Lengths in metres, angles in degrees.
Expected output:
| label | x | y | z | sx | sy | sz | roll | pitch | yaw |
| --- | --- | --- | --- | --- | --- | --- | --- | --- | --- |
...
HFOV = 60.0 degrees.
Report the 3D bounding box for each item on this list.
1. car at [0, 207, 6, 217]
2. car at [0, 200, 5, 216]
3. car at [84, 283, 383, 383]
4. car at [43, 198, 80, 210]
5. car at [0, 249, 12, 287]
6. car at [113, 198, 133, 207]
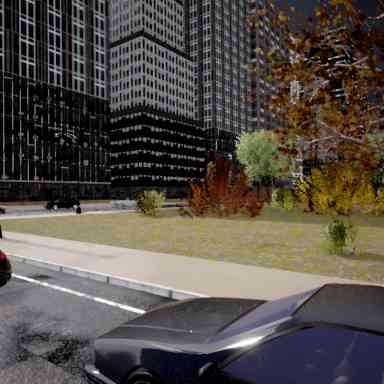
| label | x | y | z | sx | sy | sz | roll | pitch | yaw |
| --- | --- | --- | --- | --- | --- | --- | --- | --- | --- |
| car | -17.874 | 1.470 | 27.357 | 1.812 | 1.442 | 4.674 | -1 | -1 | 37 |
| car | -19.807 | 1.519 | 30.187 | 1.812 | 1.442 | 4.674 | -1 | -1 | 37 |
| car | 1.482 | 1.547 | 2.622 | 5.357 | 1.411 | 2.033 | 0 | 0 | 36 |
| car | -17.388 | 1.610 | 44.511 | 1.837 | 1.490 | 4.892 | -1 | -1 | 37 |
| car | -6.189 | 1.565 | 8.069 | 4.181 | 1.385 | 1.994 | 0 | 0 | 37 |
| car | -10.530 | 1.644 | 53.597 | 1.812 | 1.442 | 4.674 | -1 | -1 | 37 |
